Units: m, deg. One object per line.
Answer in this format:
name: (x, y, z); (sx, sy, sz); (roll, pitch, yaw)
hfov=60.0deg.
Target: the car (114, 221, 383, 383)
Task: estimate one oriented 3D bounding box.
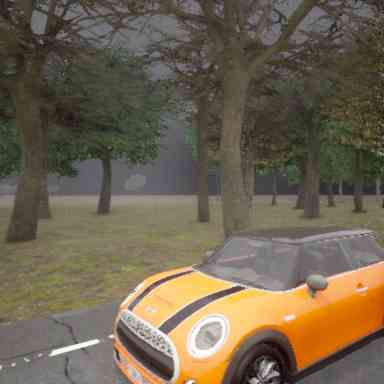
car: (1.219, 1.347, 4.864); (4.553, 1.767, 2.097); (0, 0, -36)
